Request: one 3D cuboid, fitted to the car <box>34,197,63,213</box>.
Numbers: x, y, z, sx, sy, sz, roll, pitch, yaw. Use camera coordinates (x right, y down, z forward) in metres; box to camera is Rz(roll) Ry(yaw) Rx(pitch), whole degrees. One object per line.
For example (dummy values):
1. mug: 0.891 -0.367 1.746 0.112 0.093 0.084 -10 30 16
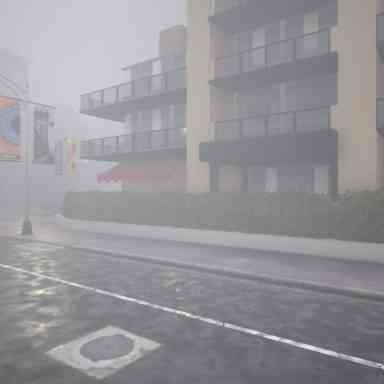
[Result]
1. car: -14.337 1.491 36.852 2.128 1.511 4.902 0 0 35
